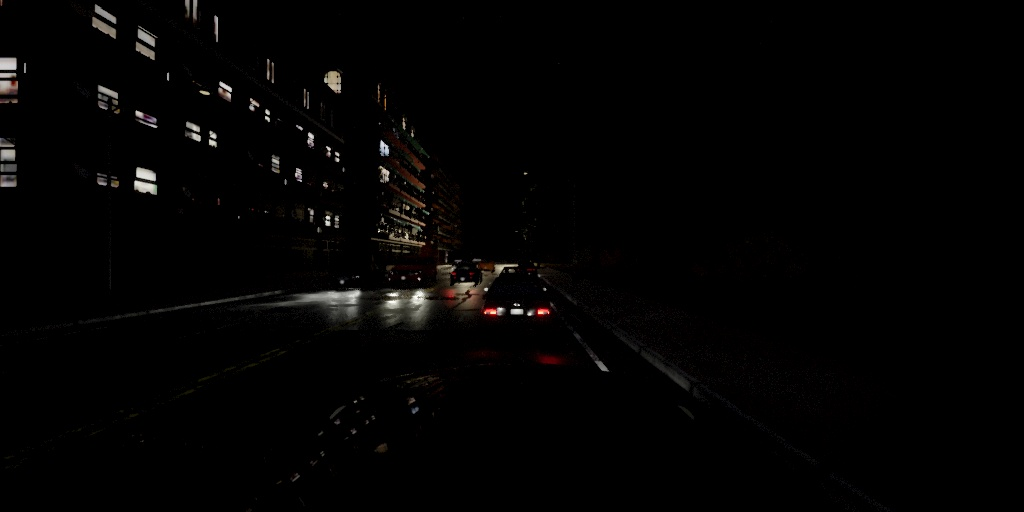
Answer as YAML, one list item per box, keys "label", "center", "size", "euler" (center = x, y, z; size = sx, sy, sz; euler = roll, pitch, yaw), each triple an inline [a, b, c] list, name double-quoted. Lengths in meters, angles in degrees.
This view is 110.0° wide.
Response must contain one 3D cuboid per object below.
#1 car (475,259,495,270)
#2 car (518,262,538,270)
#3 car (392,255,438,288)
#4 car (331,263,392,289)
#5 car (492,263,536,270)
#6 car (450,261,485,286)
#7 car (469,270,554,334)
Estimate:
- label: "car"
  center: [-3.125, 1.231, 44.823]
  size: [1.882, 1.535, 5.008]
  euler: [0, 0, 0]
- label: "car"
  center: [1.155, 1.259, 30.702]
  size: [1.837, 1.490, 4.892]
  euler: [0, 0, 0]
- label: "car"
  center: [-6.587, 0.974, 24.487]
  size: [2.150, 2.045, 5.566]
  euler: [0, 0, 0]
- label: "car"
  center: [-9.838, 1.244, 23.211]
  size: [2.128, 1.511, 4.902]
  euler: [0, 0, 0]
- label: "car"
  center: [0.111, 1.300, 20.934]
  size: [2.033, 1.411, 5.357]
  euler: [0, 0, 0]
- label: "car"
  center: [-3.137, 1.279, 25.121]
  size: [1.812, 1.442, 4.674]
  euler: [0, 0, 0]
- label: "car"
  center: [0.107, 1.299, 10.573]
  size: [2.033, 1.411, 5.357]
  euler: [0, 0, 0]
